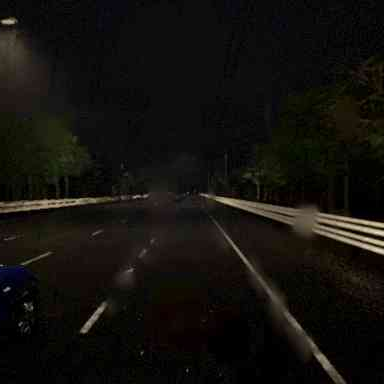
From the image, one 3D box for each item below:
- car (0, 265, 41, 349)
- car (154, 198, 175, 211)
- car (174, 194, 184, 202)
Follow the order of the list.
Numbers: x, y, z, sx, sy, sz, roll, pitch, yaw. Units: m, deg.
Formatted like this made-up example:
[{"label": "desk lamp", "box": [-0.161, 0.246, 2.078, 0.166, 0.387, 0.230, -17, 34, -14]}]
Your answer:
[{"label": "car", "box": [-3.498, 1.348, 3.575, 2.097, 1.767, 4.553, 0, 0, 0]}, {"label": "car", "box": [-3.489, 1.629, 40.770, 1.895, 1.301, 4.718, 0, 0, 0]}, {"label": "car", "box": [-3.480, 1.622, 80.405, 1.994, 1.385, 4.181, 0, 0, 0]}]
